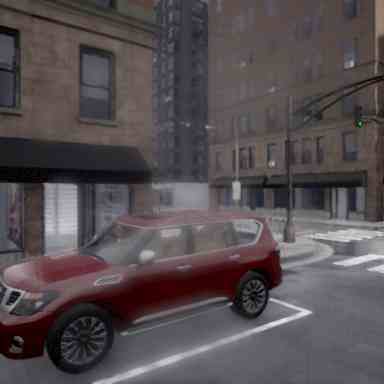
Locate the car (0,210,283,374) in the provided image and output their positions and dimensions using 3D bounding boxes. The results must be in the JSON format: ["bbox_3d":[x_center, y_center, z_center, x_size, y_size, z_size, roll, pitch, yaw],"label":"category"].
[{"bbox_3d":[-0.558,1.302,5.791,5.009,1.841,2.192,0,0,-35],"label":"car"}]
